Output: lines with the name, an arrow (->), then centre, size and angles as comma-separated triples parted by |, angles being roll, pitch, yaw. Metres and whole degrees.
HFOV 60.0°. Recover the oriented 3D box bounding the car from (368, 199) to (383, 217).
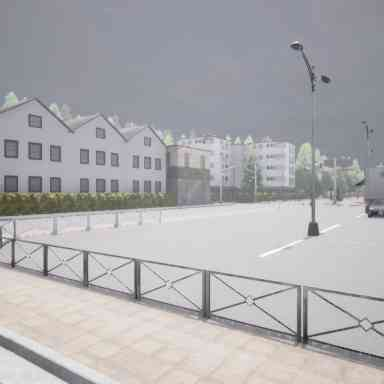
car -> 15.443, 1.298, 26.791 | 2.007, 1.523, 4.514 | 0, 0, 35
